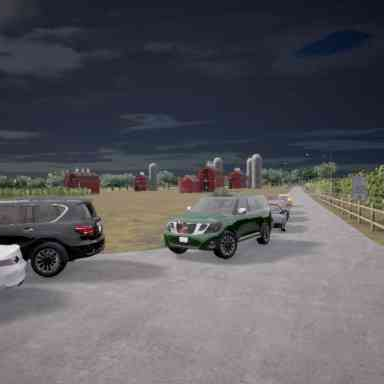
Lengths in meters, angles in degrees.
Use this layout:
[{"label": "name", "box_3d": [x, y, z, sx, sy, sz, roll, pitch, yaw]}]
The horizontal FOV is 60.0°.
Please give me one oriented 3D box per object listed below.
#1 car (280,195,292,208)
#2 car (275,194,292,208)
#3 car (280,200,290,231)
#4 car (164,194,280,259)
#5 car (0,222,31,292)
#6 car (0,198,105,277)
[{"label": "car", "box_3d": [6.215, 1.243, 24.770, 1.882, 1.535, 5.008, 0, 0, 17]}, {"label": "car", "box_3d": [11.421, 1.071, 41.244, 1.882, 1.535, 5.008, 0, 0, 18]}, {"label": "car", "box_3d": [4.376, 1.386, 19.032, 1.994, 1.385, 4.181, 0, 0, 17]}, {"label": "car", "box_3d": [1.271, 1.112, 12.702, 2.150, 2.045, 5.566, 0, 0, 34]}, {"label": "car", "box_3d": [-5.812, 1.614, 6.393, 4.674, 1.442, 1.812, -2, 1, -28]}, {"label": "car", "box_3d": [-5.385, 1.231, 9.616, 5.566, 2.045, 2.150, -1, 1, -4]}]
